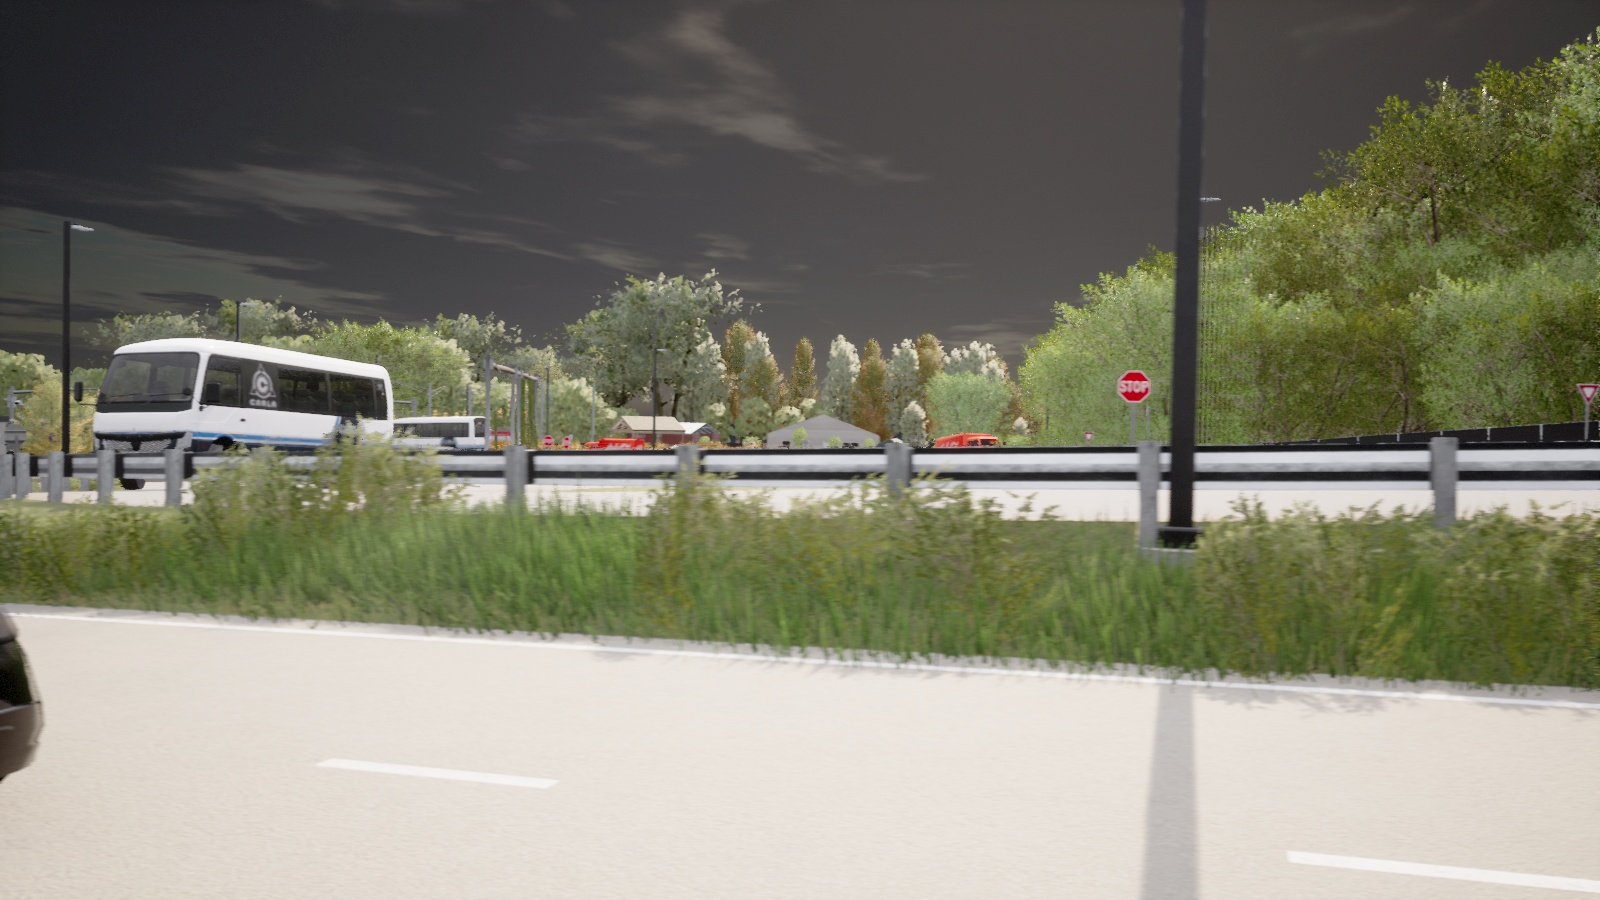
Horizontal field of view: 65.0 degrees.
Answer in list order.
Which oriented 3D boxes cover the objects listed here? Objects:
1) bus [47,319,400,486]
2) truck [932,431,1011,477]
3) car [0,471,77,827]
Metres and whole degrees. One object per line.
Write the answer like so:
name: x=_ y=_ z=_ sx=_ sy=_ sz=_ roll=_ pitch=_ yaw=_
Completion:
bus: x=-16.540 y=-1.071 z=37.443 sx=3.944 sy=4.253 sz=10.273 roll=0 pitch=-2 yaw=14
truck: x=10.926 y=0.311 z=80.316 sx=2.627 sy=2.467 sz=5.204 roll=3 pitch=-6 yaw=-24
car: x=-5.335 y=0.784 z=4.989 sx=4.181 sy=1.385 sz=1.994 roll=1 pitch=1 yaw=19
